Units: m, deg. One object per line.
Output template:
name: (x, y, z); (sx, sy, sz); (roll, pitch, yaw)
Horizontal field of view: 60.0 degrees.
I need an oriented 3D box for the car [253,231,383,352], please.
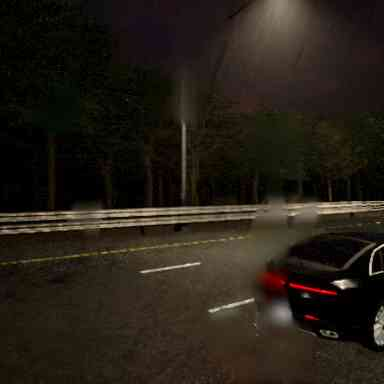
car: (3.289, 1.507, 6.217); (4.892, 1.490, 1.837); (0, 0, -36)
